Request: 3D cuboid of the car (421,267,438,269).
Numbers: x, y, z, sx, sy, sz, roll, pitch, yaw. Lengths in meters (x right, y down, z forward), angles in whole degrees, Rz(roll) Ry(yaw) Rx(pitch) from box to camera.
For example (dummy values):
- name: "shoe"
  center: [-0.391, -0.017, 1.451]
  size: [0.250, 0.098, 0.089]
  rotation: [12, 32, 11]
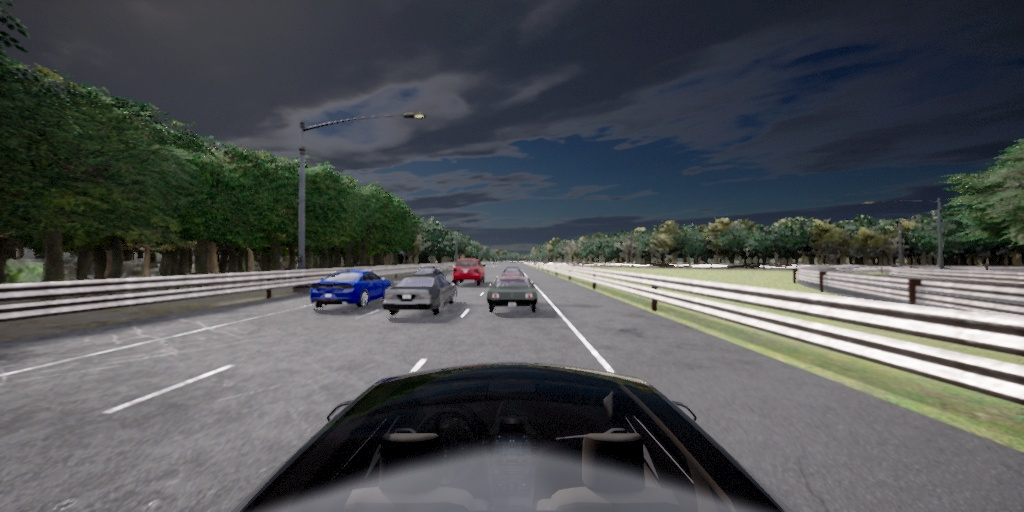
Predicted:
- name: "car"
  center: [-6.947, 1.610, 30.357]
  size: [1.994, 1.385, 4.181]
  rotation: [0, -1, 0]

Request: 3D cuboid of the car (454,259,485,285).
- name: "car"
  center: [-3.460, 1.261, 29.443]
  size: [2.150, 2.045, 5.566]
  rotation: [0, 0, 0]

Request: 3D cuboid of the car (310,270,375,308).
- name: "car"
  center: [-6.958, 1.373, 16.100]
  size: [1.882, 1.535, 5.008]
  rotation: [0, 0, 1]

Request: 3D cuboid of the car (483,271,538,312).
- name: "car"
  center: [0.030, 1.486, 15.109]
  size: [1.895, 1.301, 4.718]
  rotation: [0, -1, 0]

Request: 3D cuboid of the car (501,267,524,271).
- name: "car"
  center: [0.053, 1.610, 30.366]
  size: [1.994, 1.385, 4.181]
  rotation: [0, -1, 0]

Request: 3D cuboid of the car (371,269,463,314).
- name: "car"
  center: [-3.478, 1.426, 14.395]
  size: [2.033, 1.411, 5.357]
  rotation: [0, -1, 0]
